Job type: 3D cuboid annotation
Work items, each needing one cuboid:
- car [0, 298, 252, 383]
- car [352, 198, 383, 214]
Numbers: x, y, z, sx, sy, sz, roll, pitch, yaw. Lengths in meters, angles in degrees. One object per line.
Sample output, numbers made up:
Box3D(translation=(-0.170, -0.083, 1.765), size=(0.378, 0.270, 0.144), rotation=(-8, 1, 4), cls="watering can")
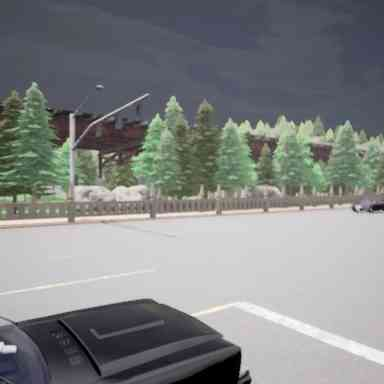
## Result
Box3D(translation=(-1.789, 1.601, 2.490), size=(4.718, 1.301, 1.895), rotation=(0, 0, -35), cls="car")
Box3D(translation=(18.404, 1.390, 34.304), size=(4.902, 1.511, 2.128), rotation=(0, 0, -35), cls="car")
